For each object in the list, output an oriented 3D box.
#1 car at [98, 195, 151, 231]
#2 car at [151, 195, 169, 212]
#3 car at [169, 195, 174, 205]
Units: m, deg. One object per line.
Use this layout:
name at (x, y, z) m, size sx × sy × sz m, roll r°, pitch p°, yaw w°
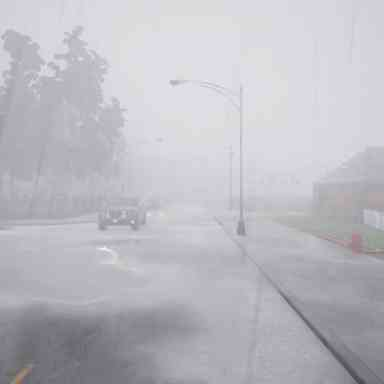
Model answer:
car at (-4.165, 1.224, 20.763) m, size 2.150 × 2.045 × 5.566 m, roll 0°, pitch 0°, yaw 0°
car at (-4.215, 1.353, 39.052) m, size 2.097 × 1.767 × 4.553 m, roll 0°, pitch 0°, yaw 0°
car at (-4.178, 1.368, 57.461) m, size 2.097 × 1.767 × 4.553 m, roll 0°, pitch 0°, yaw 0°
